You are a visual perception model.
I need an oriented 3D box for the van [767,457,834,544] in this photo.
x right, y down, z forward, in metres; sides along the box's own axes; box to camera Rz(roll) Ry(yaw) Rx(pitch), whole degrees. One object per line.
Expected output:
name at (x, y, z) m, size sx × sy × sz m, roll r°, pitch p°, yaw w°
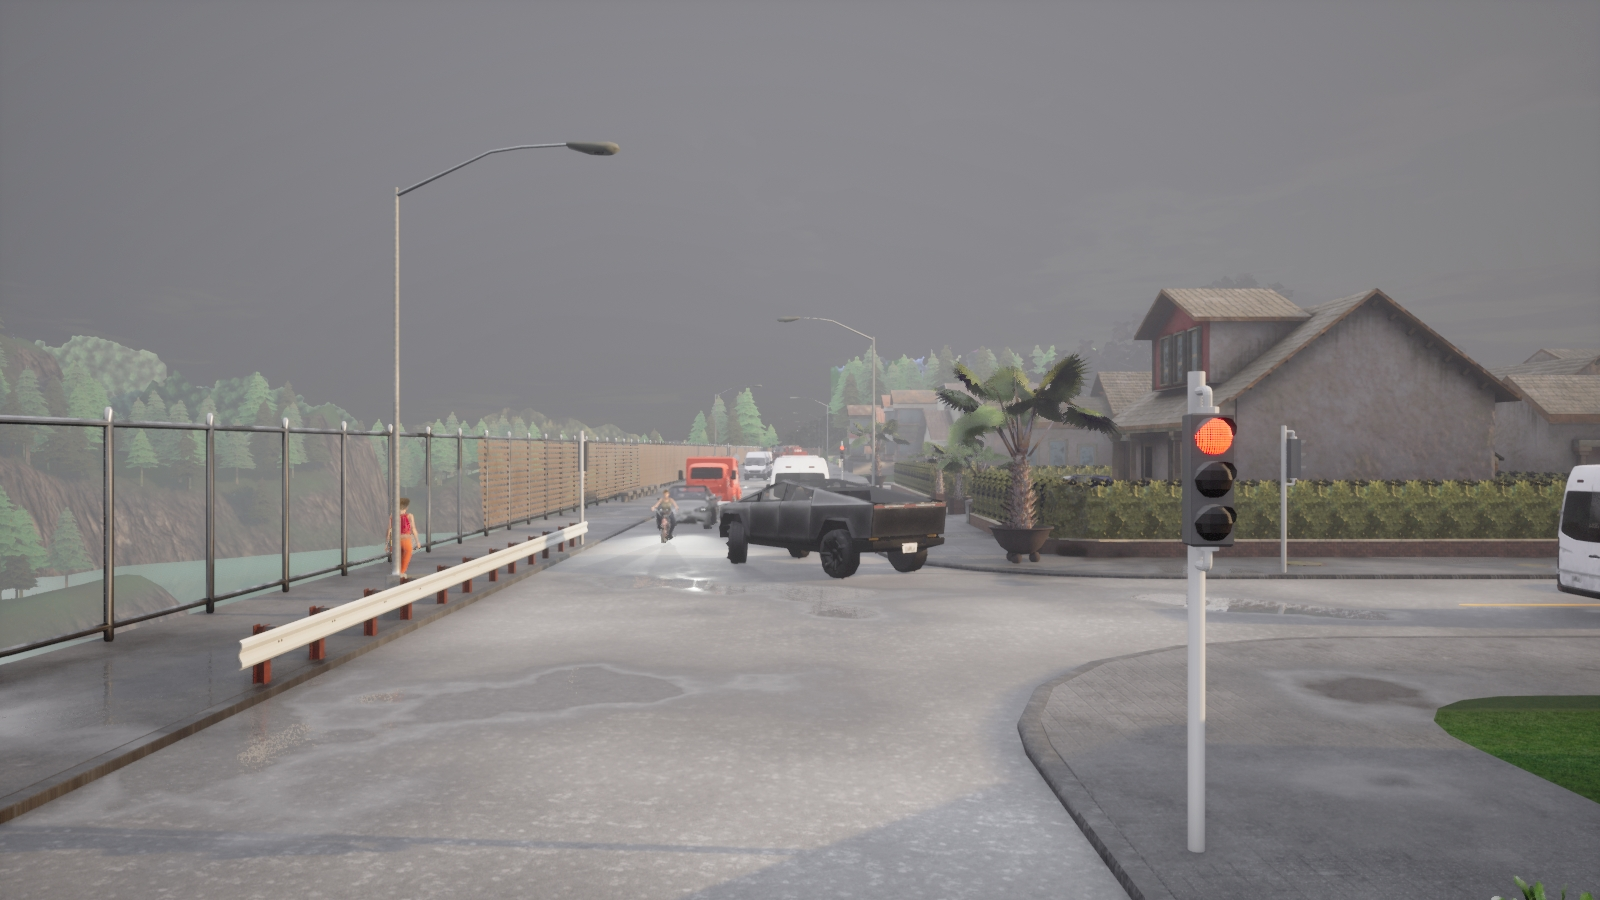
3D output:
van at (0.006, 1.511, 36.872) m, size 1.988 × 2.561 × 5.915 m, roll 0°, pitch 0°, yaw 0°

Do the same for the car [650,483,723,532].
car at (-3.997, 2.022, 41.018) m, size 2.128 × 1.511 × 4.902 m, roll 0°, pitch 0°, yaw 0°

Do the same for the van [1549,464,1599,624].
van at (15.849, 1.522, 18.661) m, size 5.915 × 2.561 × 1.988 m, roll 0°, pitch 0°, yaw 1°

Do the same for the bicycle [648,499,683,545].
bicycle at (-3.994, 2.136, 33.984) m, size 0.859 × 1.276 × 1.487 m, roll 0°, pitch 0°, yaw 0°

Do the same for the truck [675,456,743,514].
truck at (-3.990, 1.553, 51.193) m, size 2.627 × 2.467 × 5.204 m, roll 0°, pitch -1°, yaw 0°

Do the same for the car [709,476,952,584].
car at (0.520, 1.736, 26.916) m, size 2.390 × 2.098 × 6.274 m, roll 0°, pitch 0°, yaw -36°

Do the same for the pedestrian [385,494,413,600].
pedestrian at (-7.182, 1.731, 20.483) m, size 0.375 × 1.860 × 0.375 m, roll 0°, pitch 0°, yaw -1°
